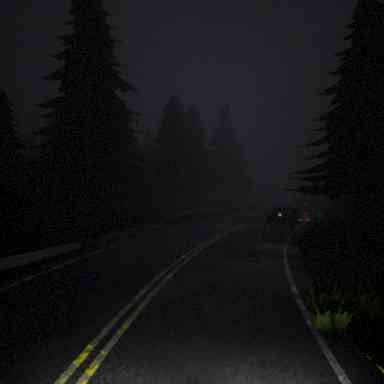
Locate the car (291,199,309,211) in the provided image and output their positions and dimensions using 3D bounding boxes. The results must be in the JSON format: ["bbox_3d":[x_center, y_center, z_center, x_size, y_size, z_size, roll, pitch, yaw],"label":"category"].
[{"bbox_3d":[13.263,1.339,41.013,2.097,1.767,4.553,2,1,20],"label":"car"}]

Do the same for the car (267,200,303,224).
[{"bbox_3d":[6.869,1.553,24.938,1.994,1.385,4.181,2,1,22],"label":"car"}]
